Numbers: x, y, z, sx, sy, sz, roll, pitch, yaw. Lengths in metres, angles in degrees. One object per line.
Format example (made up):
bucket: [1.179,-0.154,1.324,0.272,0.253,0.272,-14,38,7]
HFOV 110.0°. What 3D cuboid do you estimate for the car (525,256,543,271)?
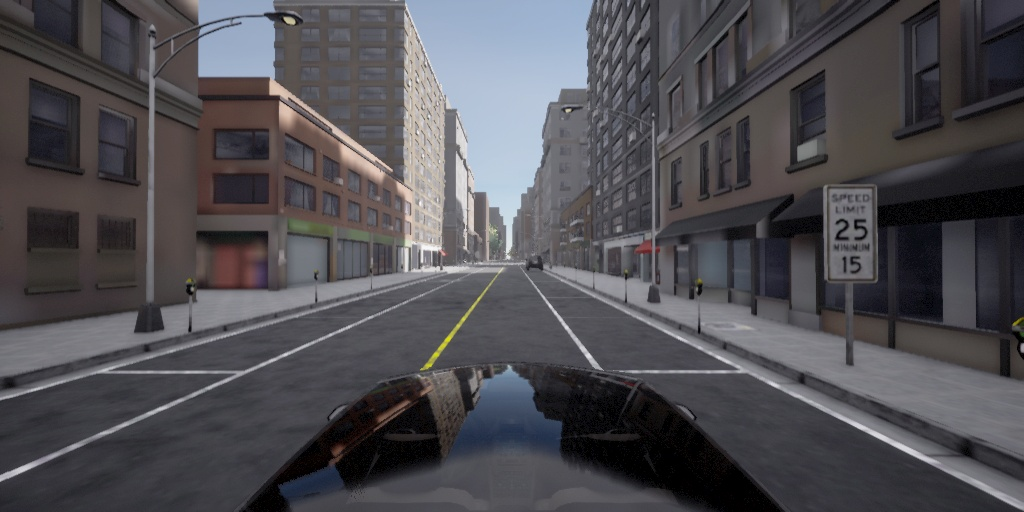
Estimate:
car: [3.150,1.209,49.773,1.801,1.575,5.366,0,0,0]
